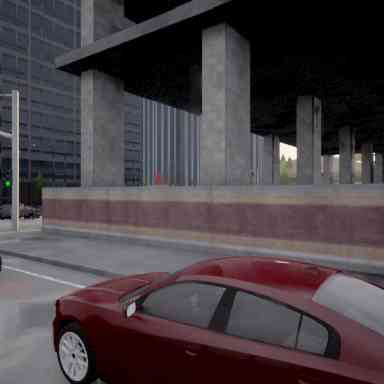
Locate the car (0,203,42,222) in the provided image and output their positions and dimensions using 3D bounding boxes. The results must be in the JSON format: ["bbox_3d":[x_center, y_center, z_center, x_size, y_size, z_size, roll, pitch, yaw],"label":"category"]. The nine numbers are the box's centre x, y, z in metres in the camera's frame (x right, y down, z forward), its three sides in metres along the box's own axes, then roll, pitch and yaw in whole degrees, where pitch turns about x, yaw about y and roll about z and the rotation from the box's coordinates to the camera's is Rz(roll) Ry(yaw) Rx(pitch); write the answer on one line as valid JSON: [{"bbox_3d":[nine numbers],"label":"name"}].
[{"bbox_3d":[-14.472,1.603,26.591,2.033,1.411,5.357,0,0,36],"label":"car"}]

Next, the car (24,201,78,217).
[{"bbox_3d":[-14.070,1.656,33.511,1.895,1.301,4.718,0,0,36],"label":"car"}]

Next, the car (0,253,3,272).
[{"bbox_3d":[-6.876,1.564,8.844,4.181,1.385,1.994,0,0,36],"label":"car"}]

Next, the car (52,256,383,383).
[{"bbox_3d":[0.470,1.478,3.655,5.008,1.535,1.882,0,0,35],"label":"car"}]
